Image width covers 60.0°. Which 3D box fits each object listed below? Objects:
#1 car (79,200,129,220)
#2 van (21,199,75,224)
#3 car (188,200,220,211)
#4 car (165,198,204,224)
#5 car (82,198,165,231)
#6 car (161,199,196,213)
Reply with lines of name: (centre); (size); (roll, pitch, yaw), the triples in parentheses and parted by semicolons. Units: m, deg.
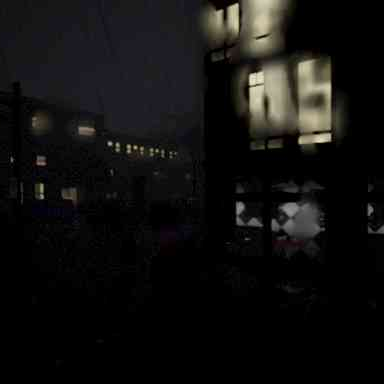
car: (-7.955, 1.579, 30.335); (1.967, 1.590, 4.097); (-1, -1, 35)
van: (-11.153, 1.462, 25.832); (1.690, 1.788, 3.998); (-1, -1, 35)
car: (1.639, 1.749, 43.847); (2.008, 1.369, 4.403); (-1, -1, 35)
car: (-1.121, 1.399, 25.488); (2.192, 1.841, 5.009); (-1, -1, 35)
car: (-4.319, 1.381, 20.983); (2.192, 1.841, 5.009); (-1, -1, 35)
car: (-1.559, 1.618, 39.345); (1.967, 1.590, 4.097); (-1, -1, 35)
